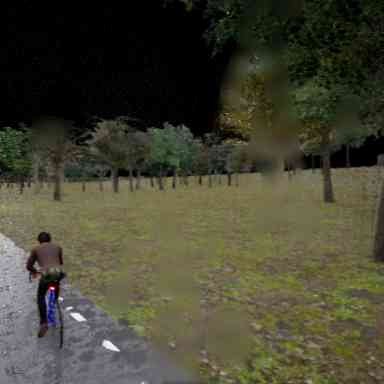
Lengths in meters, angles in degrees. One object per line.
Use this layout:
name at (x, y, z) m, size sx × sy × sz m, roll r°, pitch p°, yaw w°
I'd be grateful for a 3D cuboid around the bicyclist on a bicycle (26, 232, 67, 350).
bicyclist on a bicycle at (-2.255, 1.459, 5.187) m, size 0.582 × 1.620 × 1.656 m, roll -1°, pitch 0°, yaw -36°
